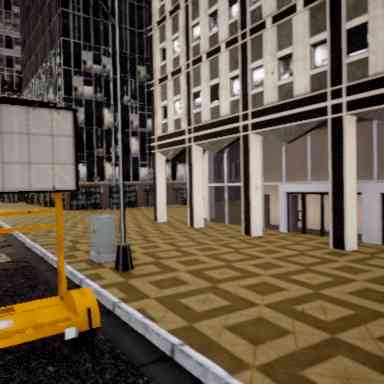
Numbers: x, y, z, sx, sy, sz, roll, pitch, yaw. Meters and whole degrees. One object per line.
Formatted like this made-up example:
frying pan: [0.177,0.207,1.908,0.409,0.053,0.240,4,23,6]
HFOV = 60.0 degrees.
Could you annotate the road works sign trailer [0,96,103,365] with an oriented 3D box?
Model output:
road works sign trailer: [-2.910,0.433,4.812,2.380,3.560,2.880,-2,1,-35]
